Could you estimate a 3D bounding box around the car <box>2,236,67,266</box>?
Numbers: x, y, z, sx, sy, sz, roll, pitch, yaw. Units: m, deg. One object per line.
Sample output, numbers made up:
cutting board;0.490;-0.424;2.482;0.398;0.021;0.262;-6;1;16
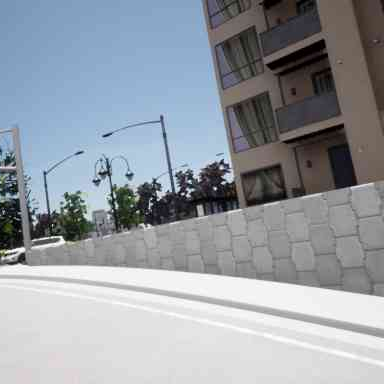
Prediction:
car;-14.118;5.312;30.277;2.150;2.045;5.566;-14;-8;35
